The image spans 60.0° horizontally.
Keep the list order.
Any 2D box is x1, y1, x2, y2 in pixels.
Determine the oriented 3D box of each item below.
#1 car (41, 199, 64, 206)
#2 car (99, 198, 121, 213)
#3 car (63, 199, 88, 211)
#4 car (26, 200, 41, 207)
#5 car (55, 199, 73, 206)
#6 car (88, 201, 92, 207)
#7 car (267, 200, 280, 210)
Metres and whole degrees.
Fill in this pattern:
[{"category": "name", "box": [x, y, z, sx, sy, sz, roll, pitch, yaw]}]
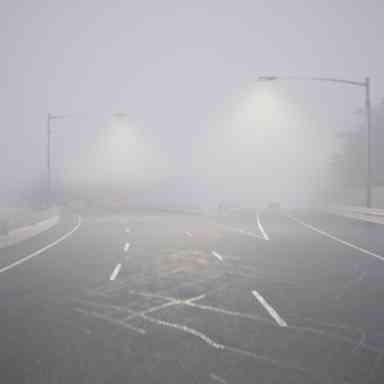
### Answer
[{"category": "car", "box": [-31.103, 2.652, 74.060, 4.718, 1.301, 1.895, -1, -1, 44]}, {"category": "car", "box": [-11.921, 1.864, 48.154, 2.150, 2.045, 5.566, 0, -1, -28]}, {"category": "car", "box": [-18.331, 2.204, 52.245, 1.882, 1.535, 5.008, 0, -1, -31]}, {"category": "car", "box": [-34.569, 2.557, 72.562, 4.892, 1.490, 1.837, -1, -1, 42]}, {"category": "car", "box": [-29.877, 2.425, 77.767, 4.892, 1.490, 1.837, -1, -1, 42]}, {"category": "car", "box": [-22.902, 2.484, 70.359, 2.128, 1.511, 4.902, 0, -1, -43]}, {"category": "car", "box": [12.923, 2.060, 52.710, 1.882, 1.535, 5.008, -1, -1, 15]}]
